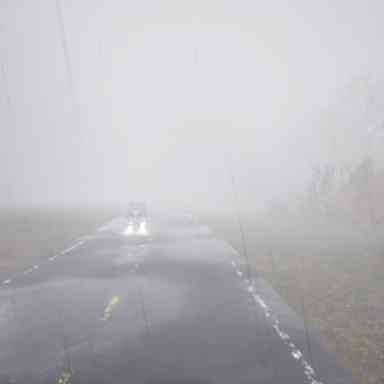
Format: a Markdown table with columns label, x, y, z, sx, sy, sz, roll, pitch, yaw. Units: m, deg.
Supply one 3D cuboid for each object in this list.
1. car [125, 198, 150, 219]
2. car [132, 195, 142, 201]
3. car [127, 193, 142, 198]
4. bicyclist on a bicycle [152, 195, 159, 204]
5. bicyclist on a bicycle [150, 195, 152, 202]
| label | x | y | z | sx | sy | sz | roll | pitch | yaw |
| --- | --- | --- | --- | --- | --- | --- | --- | --- | --- |
| car | -4.752 | 1.520 | 29.189 | 2.128 | 1.511 | 4.902 | 0 | 0 | -6 |
| car | -15.006 | 1.519 | 90.890 | 1.837 | 1.490 | 4.892 | 0 | 0 | -20 |
| car | -12.029 | 1.383 | 70.237 | 2.097 | 1.767 | 4.553 | 0 | 0 | -14 |
| bicyclist on a bicycle | -6.751 | 1.473 | 64.760 | 0.866 | 1.612 | 1.509 | 0 | 0 | -13 |
| bicyclist on a bicycle | -8.951 | 1.474 | 73.561 | 0.866 | 1.612 | 1.509 | 0 | 0 | -15 |
